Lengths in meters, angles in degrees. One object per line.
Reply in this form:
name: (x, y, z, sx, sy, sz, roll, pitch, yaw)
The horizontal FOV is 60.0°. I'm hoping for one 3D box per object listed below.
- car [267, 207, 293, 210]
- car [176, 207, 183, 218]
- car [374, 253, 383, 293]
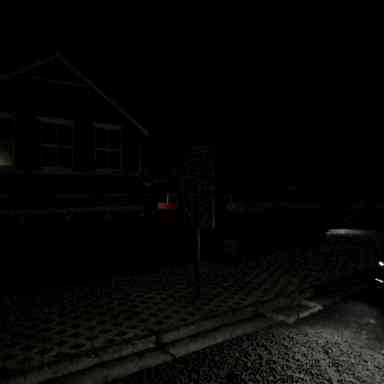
car: (6.782, 1.881, 23.889, 1.837, 1.490, 4.892, -1, -1, -43)
car: (-0.177, 2.089, 31.117, 5.008, 1.535, 1.882, -2, -1, 44)
car: (6.015, 1.499, 7.668, 4.902, 1.511, 2.128, 0, 0, -38)
